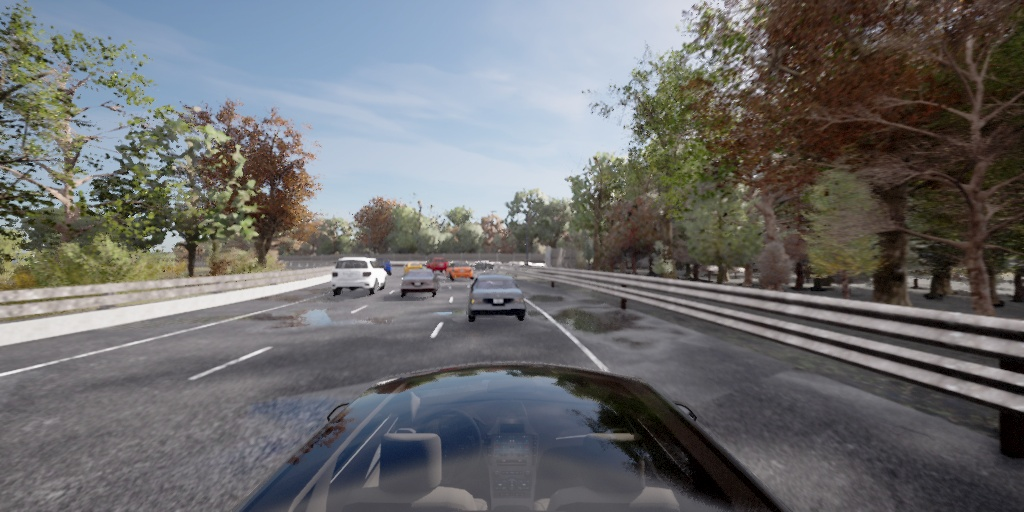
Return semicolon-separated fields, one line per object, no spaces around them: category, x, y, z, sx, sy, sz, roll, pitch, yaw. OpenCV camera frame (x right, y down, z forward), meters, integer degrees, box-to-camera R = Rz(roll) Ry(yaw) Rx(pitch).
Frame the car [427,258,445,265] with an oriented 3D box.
car;-9.851;1.315;47.163;2.150;2.045;5.566;0;0;-24

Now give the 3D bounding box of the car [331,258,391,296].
car;-8.844;1.135;21.088;2.150;2.045;5.566;0;0;-11

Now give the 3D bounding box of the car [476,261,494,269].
car;-4.508;1.651;60.040;2.128;1.511;4.902;0;0;16

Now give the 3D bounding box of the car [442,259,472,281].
car;-5.074;1.339;34.084;2.097;1.767;4.553;0;0;-17

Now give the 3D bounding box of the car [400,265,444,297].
car;-5.105;1.441;20.222;2.033;1.411;5.357;0;0;-10

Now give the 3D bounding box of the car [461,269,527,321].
car;-0.641;1.375;12.933;2.033;1.411;5.357;0;0;-6

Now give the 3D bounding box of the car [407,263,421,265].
car;-11.848;1.550;43.042;1.882;1.535;5.008;0;0;-22
